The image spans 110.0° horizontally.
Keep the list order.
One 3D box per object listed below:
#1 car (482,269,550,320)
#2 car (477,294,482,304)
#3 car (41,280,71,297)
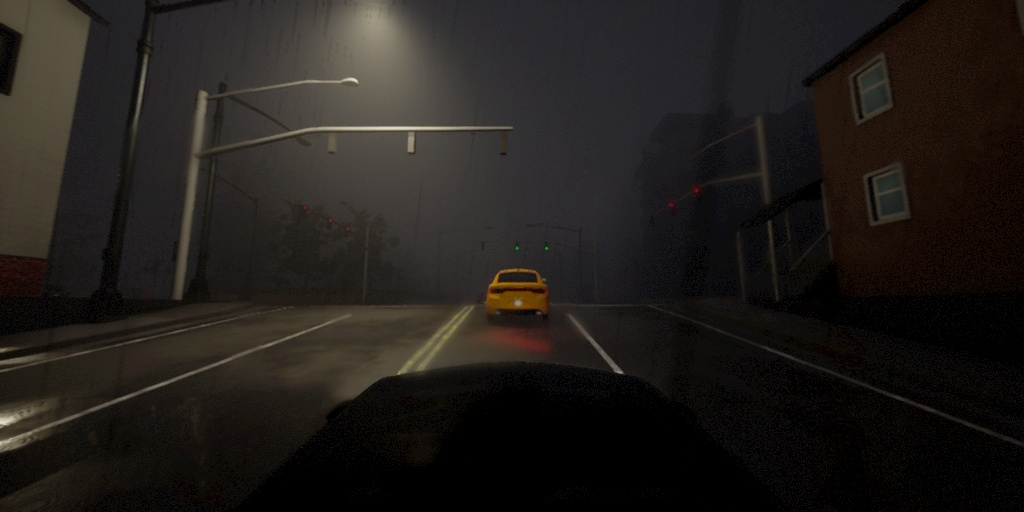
[{"bbox_3d":[0.206,1.192,12.427,1.882,1.535,5.008,0,-1,1],"label":"car"},{"bbox_3d":[-3.056,5.214,43.002,2.128,1.511,4.902,0,-8,1],"label":"car"},{"bbox_3d":[-31.697,2.138,22.779,5.566,2.045,2.150,0,-8,0],"label":"car"}]
